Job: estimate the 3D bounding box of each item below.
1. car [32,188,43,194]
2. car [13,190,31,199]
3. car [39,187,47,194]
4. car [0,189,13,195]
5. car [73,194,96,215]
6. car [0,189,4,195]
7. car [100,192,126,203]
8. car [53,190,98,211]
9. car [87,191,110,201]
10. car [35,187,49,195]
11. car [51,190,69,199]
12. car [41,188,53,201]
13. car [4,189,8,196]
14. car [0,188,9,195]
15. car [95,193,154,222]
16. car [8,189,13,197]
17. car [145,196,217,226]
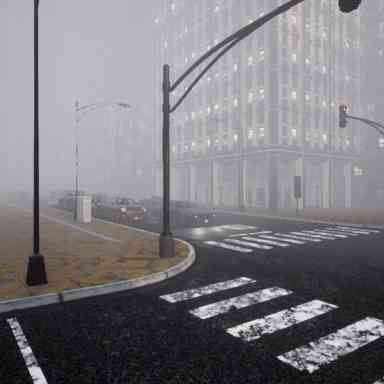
[{"bbox_3d":[-39.990,-0.213,86.121,1.947,1.339,4.313,1,0,-36],"label":"car"},{"bbox_3d":[-27.297,0.422,53.974,1.887,1.381,4.507,1,0,-36],"label":"car"},{"bbox_3d":[-33.501,-0.020,77.050,1.887,1.381,4.507,1,0,-36],"label":"car"},{"bbox_3d":[-40.271,0.016,72.108,1.947,1.339,4.313,1,0,-36],"label":"car"},{"bbox_3d":[-7.839,1.103,26.773,1.802,1.307,4.206,1,0,-36],"label":"car"},{"bbox_3d":[-37.027,0.107,67.575,2.008,1.369,4.403,1,0,-36],"label":"car"},{"bbox_3d":[-10.889,0.707,45.442,1.752,1.417,4.829,1,0,-36],"label":"car"},{"bbox_3d":[-11.075,0.729,31.306,2.192,1.841,5.009,1,0,-36],"label":"car"},{"bbox_3d":[-14.036,0.644,49.839,1.947,1.339,4.313,1,0,-36],"label":"car"},{"bbox_3d":[-36.740,-0.357,81.585,2.192,1.841,5.009,1,0,-36],"label":"car"},{"bbox_3d":[-23.089,0.378,58.018,1.812,1.442,4.674,0,1,-36],"label":"car"},{"bbox_3d":[-20.472,0.563,49.033,1.812,1.442,4.674,0,1,-36],"label":"car"},{"bbox_3d":[-33.783,0.208,63.041,1.887,1.381,4.507,1,0,-36],"label":"car"},{"bbox_3d":[-43.513,-0.112,76.642,1.887,1.381,4.507,1,0,-36],"label":"car"},{"bbox_3d":[-4.592,1.069,22.239,1.967,1.590,4.097,1,0,-36],"label":"car"},{"bbox_3d":[-30.540,0.321,58.508,2.008,1.369,4.403,1,0,-36],"label":"car"},{"bbox_3d":[-0.670,1.232,21.198,2.033,1.411,5.357,0,1,-34],"label":"car"}]
